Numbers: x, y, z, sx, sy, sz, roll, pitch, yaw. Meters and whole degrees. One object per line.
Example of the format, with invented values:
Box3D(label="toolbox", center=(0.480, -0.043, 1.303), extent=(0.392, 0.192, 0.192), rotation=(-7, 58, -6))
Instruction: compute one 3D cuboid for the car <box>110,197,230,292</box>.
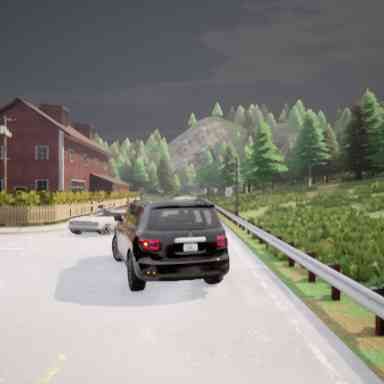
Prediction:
Box3D(label="car", center=(-0.865, 1.205, 9.262), extent=(2.150, 2.045, 5.566), rotation=(0, 0, -18))

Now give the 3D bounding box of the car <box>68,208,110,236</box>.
Box3D(label="car", center=(-4.639, 1.568, 18.351), extent=(1.895, 1.301, 4.718), rotation=(0, 0, 19))

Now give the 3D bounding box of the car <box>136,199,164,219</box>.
Box3D(label="car", center=(-3.606, 1.454, 29.301), extent=(1.837, 1.490, 4.892), rotation=(0, 0, 0))

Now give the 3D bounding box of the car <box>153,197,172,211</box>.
Box3D(label="car", center=(-3.595, 1.426, 40.962), extent=(1.837, 1.490, 4.892), rotation=(0, 2, 0))
